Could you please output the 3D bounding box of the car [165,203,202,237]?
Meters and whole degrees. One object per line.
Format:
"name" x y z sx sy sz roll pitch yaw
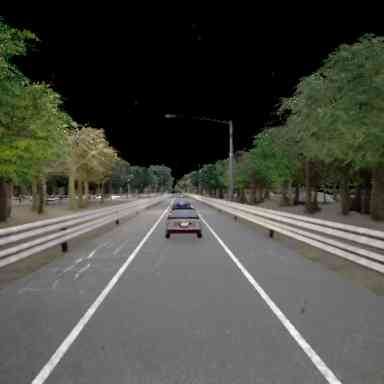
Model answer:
"car" -0.459 1.545 17.930 2.033 1.411 5.357 0 0 -2

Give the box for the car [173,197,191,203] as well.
"car" -1.179 1.331 38.769 2.097 1.767 4.553 0 0 -2
